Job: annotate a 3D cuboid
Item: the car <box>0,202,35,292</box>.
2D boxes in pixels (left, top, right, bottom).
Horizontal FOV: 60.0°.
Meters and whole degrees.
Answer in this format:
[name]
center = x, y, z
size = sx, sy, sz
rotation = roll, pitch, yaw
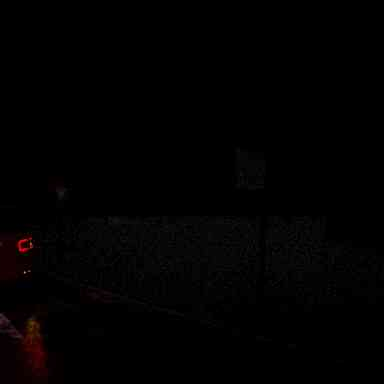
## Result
[car]
center = -5.762, 1.236, 8.055
size = 5.566, 2.045, 2.150
rotation = 0, 0, 44
